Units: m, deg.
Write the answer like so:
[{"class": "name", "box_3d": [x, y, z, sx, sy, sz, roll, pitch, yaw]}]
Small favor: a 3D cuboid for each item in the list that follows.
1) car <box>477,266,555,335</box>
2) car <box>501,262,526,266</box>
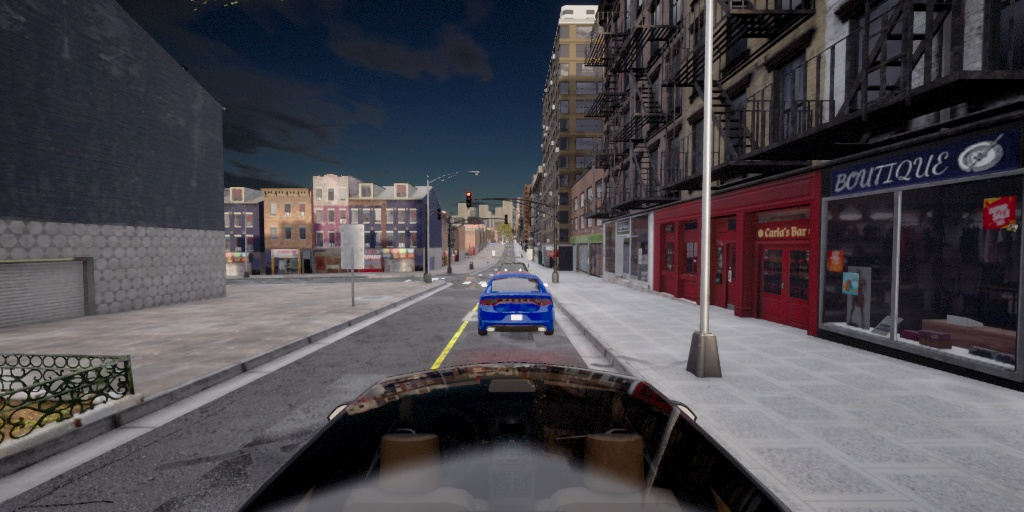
[{"class": "car", "box_3d": [0.087, 1.229, 10.502, 1.882, 1.535, 5.008, 0, 0, 0]}, {"class": "car", "box_3d": [0.054, 1.109, 20.495, 2.097, 1.767, 4.553, 0, 0, 0]}]
